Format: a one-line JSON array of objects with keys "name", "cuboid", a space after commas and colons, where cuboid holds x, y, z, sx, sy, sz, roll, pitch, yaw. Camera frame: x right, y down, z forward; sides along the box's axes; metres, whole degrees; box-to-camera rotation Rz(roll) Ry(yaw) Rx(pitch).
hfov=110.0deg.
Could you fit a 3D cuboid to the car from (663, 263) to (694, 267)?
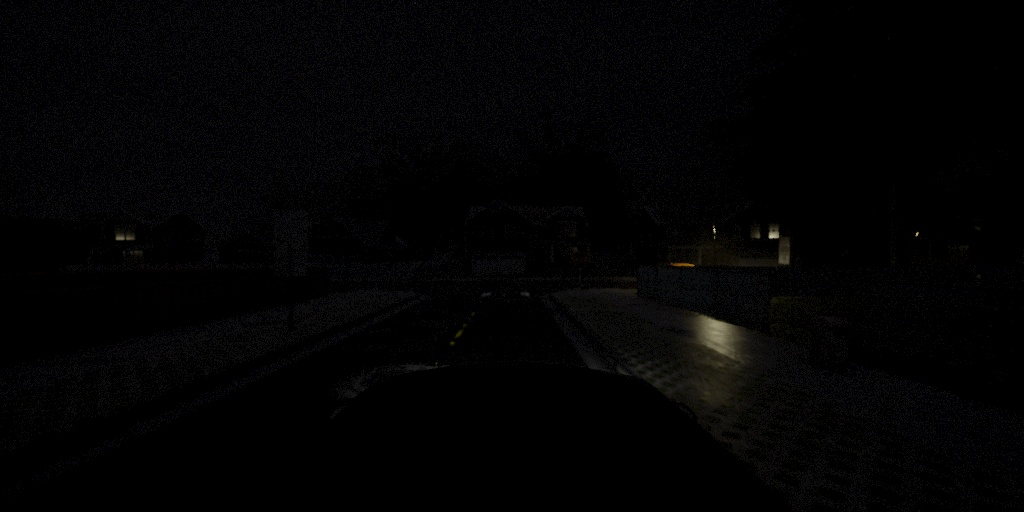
[{"name": "car", "cuboid": [11.348, 1.240, 23.616, 5.008, 1.535, 1.882, -1, 1, 0]}]
